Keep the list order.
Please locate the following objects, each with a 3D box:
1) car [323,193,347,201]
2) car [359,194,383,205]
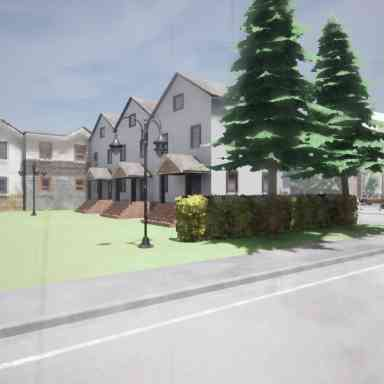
[{"bbox_3d":[32.154,1.097,74.745,1.932,1.855,4.605,0,0,-36],"label":"car"},{"bbox_3d":[27.287,1.097,49.291,1.932,1.855,4.605,0,0,-36],"label":"car"}]
